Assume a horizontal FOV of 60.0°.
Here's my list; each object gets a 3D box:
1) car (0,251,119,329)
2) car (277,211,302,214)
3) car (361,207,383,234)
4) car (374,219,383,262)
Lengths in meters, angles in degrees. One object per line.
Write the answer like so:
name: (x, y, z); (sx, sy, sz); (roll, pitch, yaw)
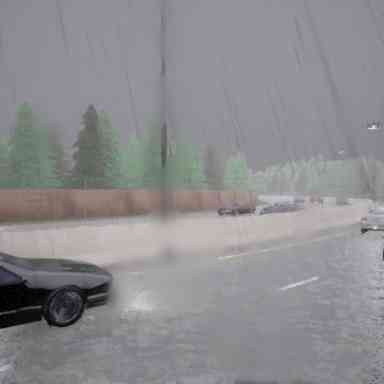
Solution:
car: (-3.970, 1.571, 5.308); (5.357, 1.411, 2.033); (0, 0, -36)
car: (6.988, 1.611, 24.793); (2.033, 1.411, 5.357); (0, 0, 42)
car: (10.877, 1.565, 18.531); (1.812, 1.442, 4.674); (0, 0, 44)
car: (7.612, 1.584, 10.383); (4.181, 1.385, 1.994); (0, 0, -43)
